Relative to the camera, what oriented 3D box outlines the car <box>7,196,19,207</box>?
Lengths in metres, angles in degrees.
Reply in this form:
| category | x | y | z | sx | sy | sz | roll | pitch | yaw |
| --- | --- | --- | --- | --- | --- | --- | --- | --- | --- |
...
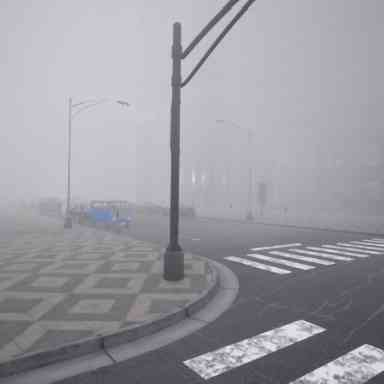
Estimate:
| category | x | y | z | sx | sy | sz | roll | pitch | yaw |
| --- | --- | --- | --- | --- | --- | --- | --- | --- | --- |
| car | -27.573 | 1.692 | 52.830 | 2.008 | 1.369 | 4.403 | 1 | -1 | -35 |

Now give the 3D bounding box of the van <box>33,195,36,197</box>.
| category | x | y | z | sx | sy | sz | roll | pitch | yaw |
| --- | --- | --- | --- | --- | --- | --- | --- | --- | --- |
| van | -36.541 | 1.740 | 80.305 | 1.690 | 1.788 | 3.998 | 1 | -1 | -35 |

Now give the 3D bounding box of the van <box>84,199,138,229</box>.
| category | x | y | z | sx | sy | sz | roll | pitch | yaw |
| --- | --- | --- | --- | --- | --- | --- | --- | --- | --- |
| van | -5.250 | 1.335 | 21.249 | 1.690 | 1.788 | 3.998 | 1 | -1 | -35 |

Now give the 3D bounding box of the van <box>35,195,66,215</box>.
| category | x | y | z | sx | sy | sz | roll | pitch | yaw |
| --- | --- | --- | --- | --- | --- | --- | --- | --- | --- |
| van | -14.816 | 1.397 | 34.785 | 1.690 | 1.788 | 3.998 | 1 | -1 | -35 |

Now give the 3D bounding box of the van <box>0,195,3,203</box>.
| category | x | y | z | sx | sy | sz | roll | pitch | yaw |
| --- | --- | --- | --- | --- | --- | --- | --- | --- | --- |
| van | -46.703 | 1.612 | 79.904 | 1.690 | 1.788 | 3.998 | 1 | -1 | -35 |

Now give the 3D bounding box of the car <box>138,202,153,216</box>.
| category | x | y | z | sx | sy | sz | roll | pitch | yaw |
| --- | --- | --- | --- | --- | --- | --- | --- | --- | --- |
| car | -4.636 | 1.730 | 35.192 | 1.887 | 1.381 | 4.507 | 1 | -1 | -35 |

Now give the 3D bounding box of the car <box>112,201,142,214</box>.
| category | x | y | z | sx | sy | sz | roll | pitch | yaw |
| --- | --- | --- | --- | --- | --- | --- | --- | --- | --- |
| car | -7.827 | 1.751 | 39.703 | 1.887 | 1.381 | 4.507 | 1 | -1 | -35 |

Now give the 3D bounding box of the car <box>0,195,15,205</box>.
| category | x | y | z | sx | sy | sz | roll | pitch | yaw |
| --- | --- | --- | --- | --- | --- | --- | --- | --- | --- |
| car | -37.041 | 1.730 | 66.227 | 1.752 | 1.417 | 4.829 | 1 | -1 | -35 |

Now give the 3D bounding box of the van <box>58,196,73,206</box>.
| category | x | y | z | sx | sy | sz | roll | pitch | yaw |
| --- | --- | --- | --- | --- | --- | --- | --- | --- | --- |
| van | -23.778 | 1.654 | 62.261 | 1.690 | 1.788 | 3.998 | 1 | -1 | -35 |

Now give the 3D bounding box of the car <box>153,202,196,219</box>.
| category | x | y | z | sx | sy | sz | roll | pitch | yaw |
| --- | --- | --- | --- | --- | --- | --- | --- | --- | --- |
| car | -1.446 | 1.710 | 30.682 | 1.887 | 1.381 | 4.507 | 1 | -1 | -35 |

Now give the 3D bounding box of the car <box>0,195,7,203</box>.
| category | x | y | z | sx | sy | sz | roll | pitch | yaw |
| --- | --- | --- | --- | --- | --- | --- | --- | --- | --- |
| car | -43.514 | 1.564 | 75.392 | 2.192 | 1.841 | 5.009 | 1 | -1 | -35 |

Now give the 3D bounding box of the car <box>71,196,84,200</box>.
| category | x | y | z | sx | sy | sz | roll | pitch | yaw |
| --- | --- | --- | --- | --- | --- | --- | --- | --- | --- |
| car | -17.399 | 1.815 | 53.237 | 1.887 | 1.381 | 4.507 | 1 | -1 | -35 |

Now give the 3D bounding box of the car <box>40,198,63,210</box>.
| category | x | y | z | sx | sy | sz | roll | pitch | yaw |
| --- | --- | --- | --- | --- | --- | --- | --- | --- | --- |
| car | -19.707 | 1.658 | 46.508 | 1.837 | 1.490 | 4.892 | 1 | -1 | -35 |

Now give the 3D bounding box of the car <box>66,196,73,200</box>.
| category | x | y | z | sx | sy | sz | roll | pitch | yaw |
| --- | --- | --- | --- | --- | --- | --- | --- | --- | --- |
| car | -20.587 | 1.607 | 57.750 | 2.192 | 1.841 | 5.009 | 1 | -1 | -35 |

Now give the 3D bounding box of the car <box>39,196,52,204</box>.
| category | x | y | z | sx | sy | sz | roll | pitch | yaw |
| --- | --- | --- | --- | --- | --- | --- | --- | --- | --- |
| car | -33.352 | 1.818 | 75.793 | 1.967 | 1.590 | 4.097 | 1 | -1 | -35 |

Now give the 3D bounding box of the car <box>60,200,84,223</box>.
| category | x | y | z | sx | sy | sz | roll | pitch | yaw |
| --- | --- | --- | --- | --- | --- | --- | --- | --- | --- |
| car | -8.441 | 1.559 | 25.759 | 1.887 | 1.381 | 4.507 | 1 | -1 | -35 |

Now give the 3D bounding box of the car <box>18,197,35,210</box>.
| category | x | y | z | sx | sy | sz | roll | pitch | yaw |
| --- | --- | --- | --- | --- | --- | --- | --- | --- | --- |
| car | -21.196 | 1.680 | 43.806 | 1.802 | 1.307 | 4.206 | 1 | -1 | -35 |

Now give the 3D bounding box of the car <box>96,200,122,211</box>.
| category | x | y | z | sx | sy | sz | roll | pitch | yaw |
| --- | --- | --- | --- | --- | --- | --- | --- | --- | --- |
| car | -11.115 | 1.754 | 44.353 | 1.752 | 1.417 | 4.829 | 1 | -1 | -35 |

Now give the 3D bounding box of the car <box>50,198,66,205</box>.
| category | x | y | z | sx | sy | sz | roll | pitch | yaw |
| --- | --- | --- | --- | --- | --- | --- | --- | --- | --- |
| car | -26.971 | 1.885 | 66.770 | 2.008 | 1.369 | 4.403 | 1 | -1 | -35 |
